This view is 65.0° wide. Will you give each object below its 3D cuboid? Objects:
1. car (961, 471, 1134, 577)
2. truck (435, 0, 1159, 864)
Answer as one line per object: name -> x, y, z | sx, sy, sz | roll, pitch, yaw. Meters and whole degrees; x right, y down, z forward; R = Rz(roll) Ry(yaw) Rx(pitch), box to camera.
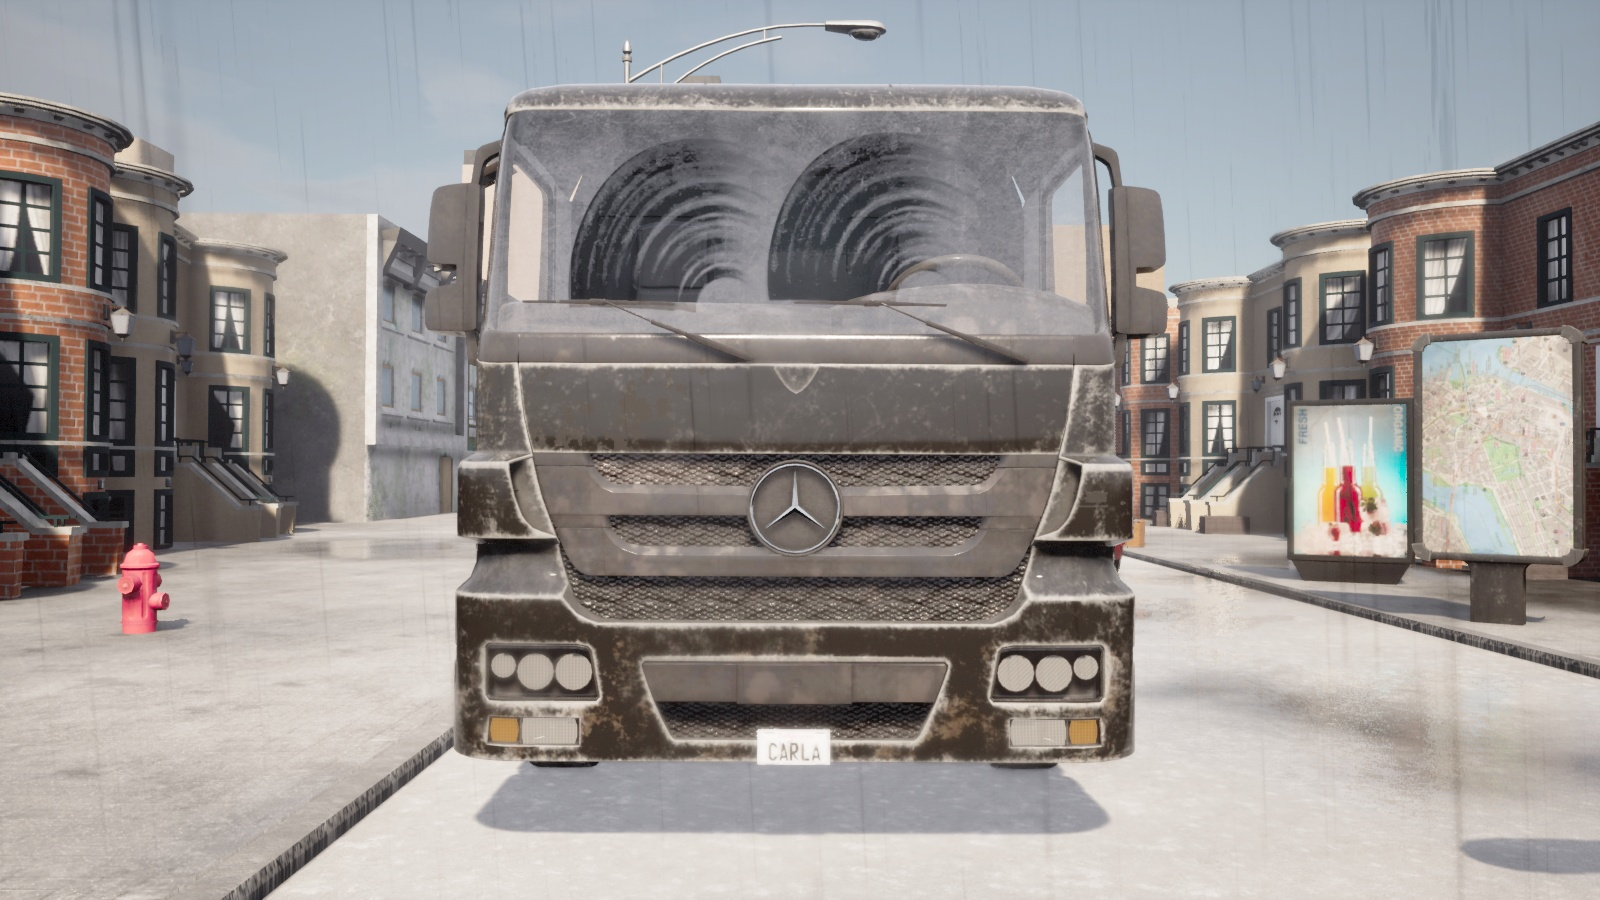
car -> 3.946, 1.126, 20.898 | 1.882, 1.535, 5.008 | 0, -1, 0
truck -> -0.027, -0.016, 9.012 | 2.891, 3.462, 7.936 | 0, -1, 0
